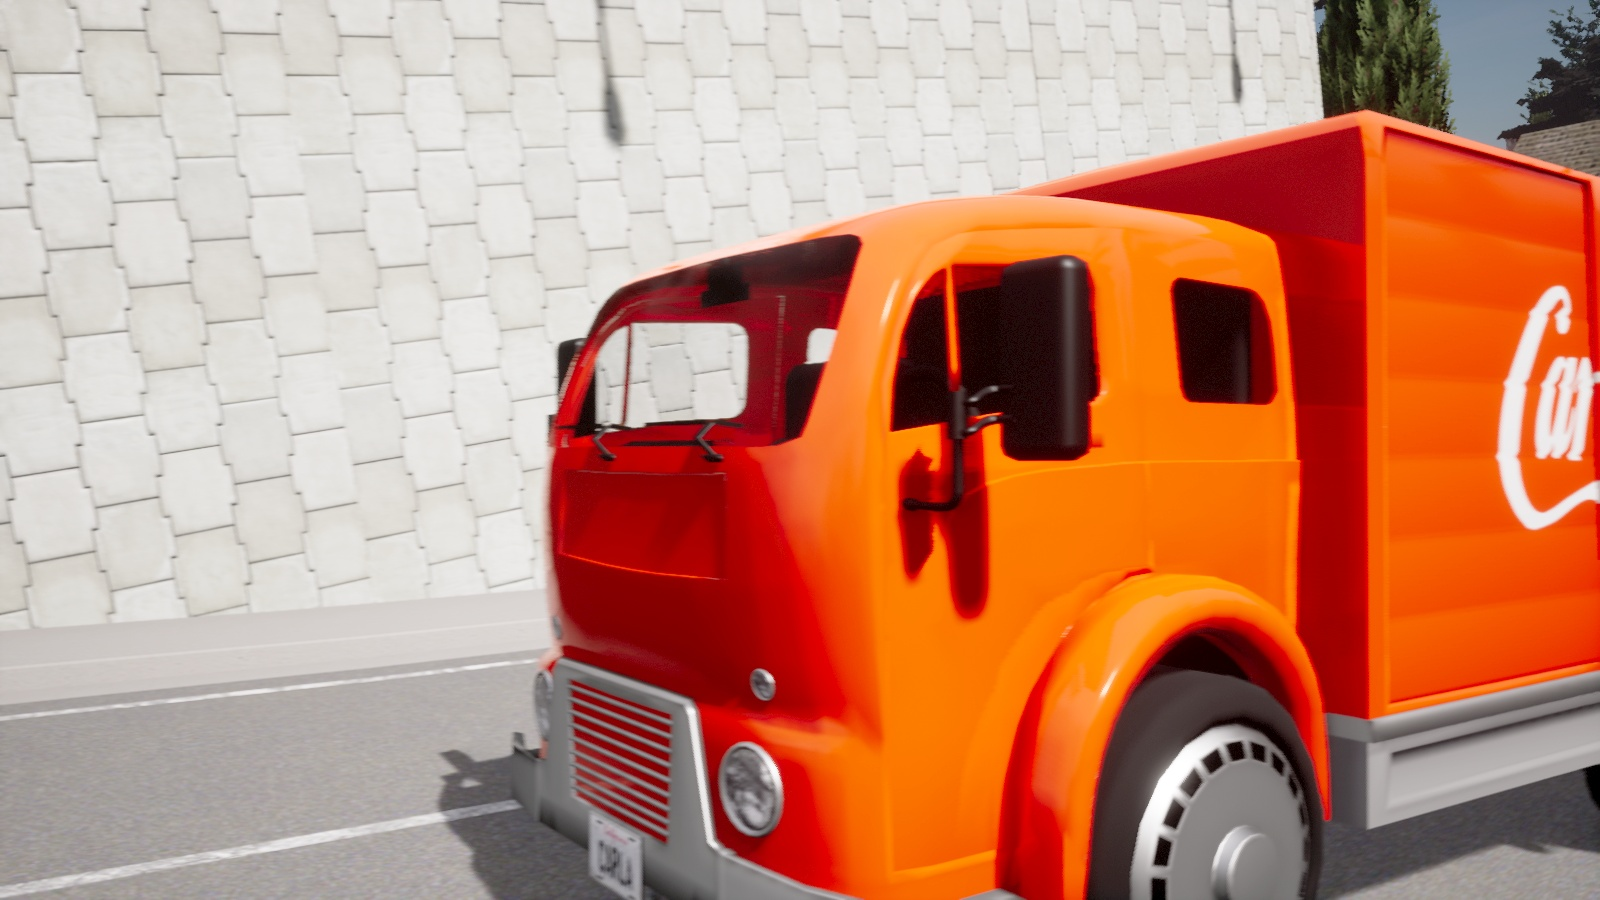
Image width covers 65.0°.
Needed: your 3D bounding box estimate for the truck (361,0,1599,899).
[{"bbox_3d":[1.417,0.251,4.648,5.204,2.467,2.627,-1,0,-35],"label":"truck"}]
